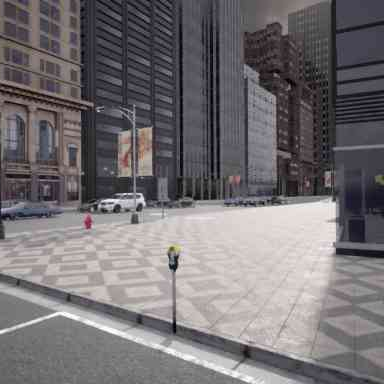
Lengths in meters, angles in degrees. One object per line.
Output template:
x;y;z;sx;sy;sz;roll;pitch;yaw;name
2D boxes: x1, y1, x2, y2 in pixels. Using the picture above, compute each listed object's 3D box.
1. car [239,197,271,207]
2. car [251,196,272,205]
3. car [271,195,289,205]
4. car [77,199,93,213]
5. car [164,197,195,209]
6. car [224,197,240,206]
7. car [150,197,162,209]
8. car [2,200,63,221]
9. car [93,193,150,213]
9.188;1.453;48.209;1.895;1.301;4.718;-1;0;36;car
12.275;1.465;58.311;1.895;1.301;4.718;-1;0;35;car
14.913;1.344;56.412;1.837;1.490;4.892;-1;0;35;car
-10.583;1.476;37.379;1.837;1.490;4.892;-1;0;35;car
-1.436;1.426;44.680;1.837;1.490;4.892;-1;0;35;car
6.774;1.424;50.420;2.033;1.411;5.357;-1;0;36;car
-4.684;1.453;45.718;1.837;1.490;4.892;-1;0;35;car
-13.500;1.517;27.616;2.033;1.411;5.357;-1;0;35;car
-7.493;1.166;36.128;2.150;2.045;5.566;-1;0;35;car
